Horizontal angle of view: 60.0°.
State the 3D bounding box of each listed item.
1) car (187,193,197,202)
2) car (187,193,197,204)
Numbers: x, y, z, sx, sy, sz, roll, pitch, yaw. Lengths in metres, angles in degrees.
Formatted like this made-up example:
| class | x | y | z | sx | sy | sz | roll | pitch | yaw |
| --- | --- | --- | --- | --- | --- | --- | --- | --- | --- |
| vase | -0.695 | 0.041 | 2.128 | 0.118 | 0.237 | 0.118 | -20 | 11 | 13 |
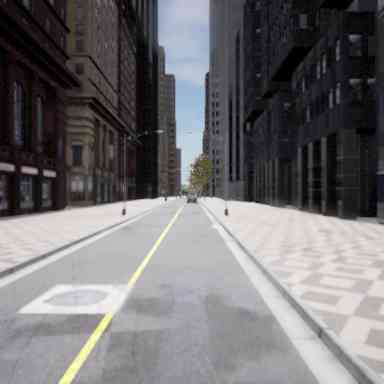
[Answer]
| class | x | y | z | sx | sy | sz | roll | pitch | yaw |
| --- | --- | --- | --- | --- | --- | --- | --- | --- | --- |
| car | -0.013 | 1.167 | 76.387 | 2.150 | 2.045 | 5.566 | 0 | 0 | 0 |
| car | -0.012 | 1.392 | 66.318 | 2.097 | 1.767 | 4.553 | 0 | 0 | 0 |
